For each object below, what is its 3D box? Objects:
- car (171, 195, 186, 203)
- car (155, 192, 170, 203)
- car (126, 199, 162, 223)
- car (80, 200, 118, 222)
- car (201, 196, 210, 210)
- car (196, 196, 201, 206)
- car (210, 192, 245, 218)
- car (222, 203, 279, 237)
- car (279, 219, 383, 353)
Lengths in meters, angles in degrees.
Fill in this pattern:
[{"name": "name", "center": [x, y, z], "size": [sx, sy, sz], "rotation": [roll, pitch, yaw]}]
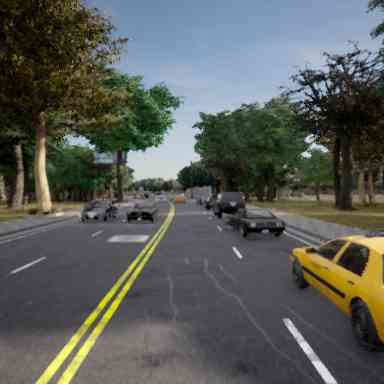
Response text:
[{"name": "car", "center": [-2.209, 1.238, 59.972], "size": [1.882, 1.535, 5.008], "rotation": [0, 0, -6]}, {"name": "car", "center": [-5.597, 0.995, 60.680], "size": [2.150, 2.045, 5.566], "rotation": [0, 0, -5]}, {"name": "car", "center": [-3.477, 1.452, 23.994], "size": [1.895, 1.301, 4.718], "rotation": [0, 0, -1]}, {"name": "car", "center": [-6.749, 1.341, 24.608], "size": [2.128, 1.511, 4.902], "rotation": [0, 0, -1]}, {"name": "car", "center": [2.602, 1.217, 39.054], "size": [2.033, 1.649, 4.856], "rotation": [0, 0, -3]}, {"name": "car", "center": [1.821, 1.308, 50.145], "size": [2.033, 1.411, 5.357], "rotation": [0, 0, -7]}, {"name": "car", "center": [3.051, 1.050, 27.974], "size": [2.150, 2.045, 5.566], "rotation": [0, 0, -2]}, {"name": "car", "center": [3.083, 1.489, 17.226], "size": [1.895, 1.301, 4.718], "rotation": [0, 0, -6]}, {"name": "car", "center": [3.248, 1.415, 5.994], "size": [1.801, 1.575, 5.366], "rotation": [0, 0, 0]}]
